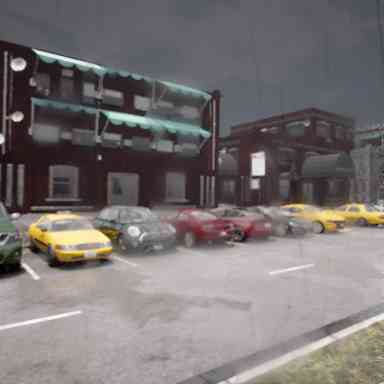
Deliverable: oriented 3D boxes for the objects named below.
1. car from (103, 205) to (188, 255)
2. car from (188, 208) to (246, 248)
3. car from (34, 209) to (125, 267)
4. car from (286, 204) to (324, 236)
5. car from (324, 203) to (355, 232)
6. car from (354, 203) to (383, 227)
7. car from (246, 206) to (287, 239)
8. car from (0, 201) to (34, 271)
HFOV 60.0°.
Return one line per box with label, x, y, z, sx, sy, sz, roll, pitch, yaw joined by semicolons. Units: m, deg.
car;-2.469;1.376;13.629;2.185;1.767;4.553;0;0;-35
car;-0.181;1.510;15.205;2.097;1.535;5.008;0;0;-35
car;-4.511;1.489;11.916;1.946;1.575;5.366;0;0;-35
car;4.348;1.526;18.429;2.231;1.521;4.892;0;0;-35
car;6.718;1.533;20.107;2.097;1.535;5.008;0;0;-35
car;11.148;1.551;23.467;1.946;1.575;5.366;0;0;-35
car;2.067;1.548;16.841;2.163;1.488;4.792;0;0;-35
car;-6.871;1.228;10.434;2.435;2.045;5.566;0;0;-35
